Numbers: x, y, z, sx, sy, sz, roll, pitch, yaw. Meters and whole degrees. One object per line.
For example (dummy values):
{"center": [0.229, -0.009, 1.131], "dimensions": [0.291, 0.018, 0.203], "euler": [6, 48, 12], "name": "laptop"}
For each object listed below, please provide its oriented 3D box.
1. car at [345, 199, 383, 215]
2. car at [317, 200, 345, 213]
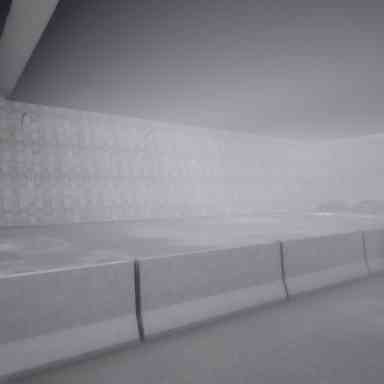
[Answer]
{"center": [18.153, 1.500, 34.084], "dimensions": [4.892, 1.490, 1.837], "euler": [0, 0, -35], "name": "car"}
{"center": [15.627, 1.558, 36.582], "dimensions": [4.181, 1.385, 1.994], "euler": [0, 0, -35], "name": "car"}
